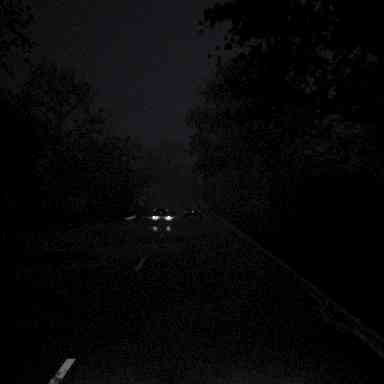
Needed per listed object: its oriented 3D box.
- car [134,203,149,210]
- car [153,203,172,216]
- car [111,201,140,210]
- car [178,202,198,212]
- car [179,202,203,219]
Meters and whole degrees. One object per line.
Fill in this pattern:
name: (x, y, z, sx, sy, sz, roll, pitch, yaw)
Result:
car: (-9.700, 2.394, 56.973, 4.674, 1.442, 1.812, -1, -2, 23)
car: (-3.347, 1.968, 38.102, 1.812, 1.442, 4.674, 0, -1, 0)
car: (-12.257, 2.517, 61.501, 4.902, 1.511, 2.128, 0, -2, 10)
car: (-0.689, 2.259, 51.267, 2.033, 1.411, 5.357, 1, -1, -13)
car: (0.095, 1.881, 32.682, 2.033, 1.411, 5.357, 0, -1, 0)
